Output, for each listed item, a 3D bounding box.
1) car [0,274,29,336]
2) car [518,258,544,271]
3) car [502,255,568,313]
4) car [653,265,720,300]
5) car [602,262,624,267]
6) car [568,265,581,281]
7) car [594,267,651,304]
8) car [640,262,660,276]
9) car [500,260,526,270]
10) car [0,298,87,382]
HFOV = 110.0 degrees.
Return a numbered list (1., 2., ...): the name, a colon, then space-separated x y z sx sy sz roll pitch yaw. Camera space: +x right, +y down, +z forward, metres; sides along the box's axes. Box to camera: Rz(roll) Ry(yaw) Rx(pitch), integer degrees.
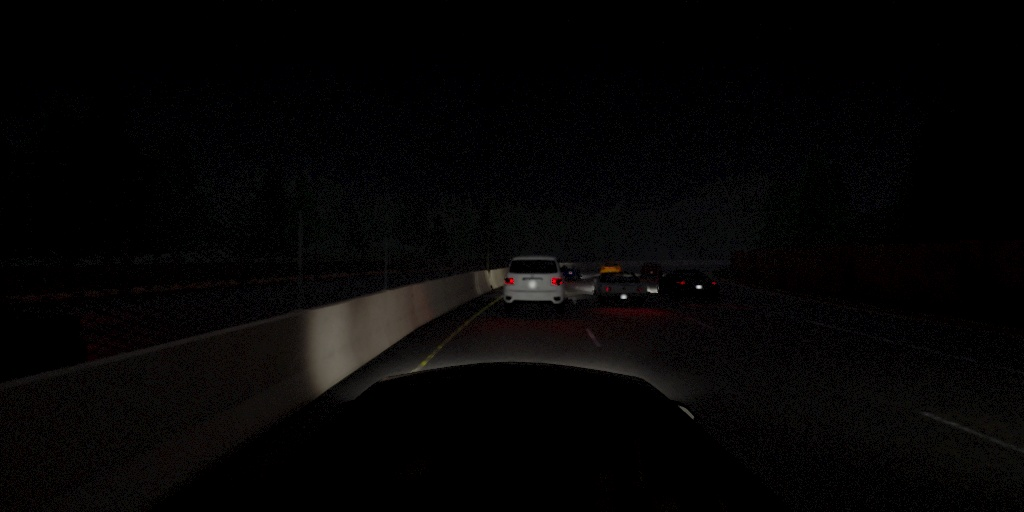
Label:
1. car: -13.858 1.225 7.007 2.128 1.511 4.902 0 0 3
2. car: 2.836 1.195 53.304 2.097 1.767 4.553 0 0 29
3. car: 1.006 0.995 14.327 2.150 2.045 5.566 0 0 7
4. car: 8.702 1.358 17.990 1.994 1.385 4.181 0 0 10
5. car: 9.633 1.301 34.381 1.882 1.535 5.008 0 0 20
6. car: 4.871 1.410 31.453 1.895 1.301 4.718 0 0 18
7. car: 4.891 1.385 16.774 1.895 1.301 4.718 0 0 9
8. car: 13.369 1.307 34.350 1.882 1.535 5.008 0 0 21
9. car: 0.189 1.346 55.755 1.837 1.490 4.892 0 0 29
10. car: -6.997 1.217 2.904 1.882 1.535 5.008 0 0 1
